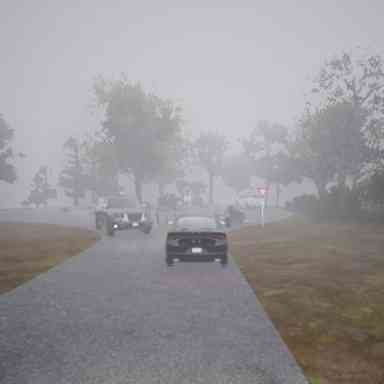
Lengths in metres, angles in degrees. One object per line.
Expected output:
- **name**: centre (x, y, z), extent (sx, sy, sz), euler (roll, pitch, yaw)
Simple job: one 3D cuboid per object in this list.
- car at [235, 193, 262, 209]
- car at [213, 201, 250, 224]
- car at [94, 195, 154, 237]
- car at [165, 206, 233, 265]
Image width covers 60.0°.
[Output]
- **car**: centre (7.777, 1.212, 45.322), extent (2.150, 2.045, 5.566), euler (1, 0, -16)
- **car**: centre (2.161, 1.543, 22.430), extent (2.033, 1.411, 5.357), euler (0, 0, 22)
- **car**: centre (-3.976, 1.216, 18.608), extent (2.150, 2.045, 5.566), euler (1, 0, -27)
- **car**: centre (0.167, 1.475, 11.710), extent (1.882, 1.535, 5.008), euler (0, 0, 1)
